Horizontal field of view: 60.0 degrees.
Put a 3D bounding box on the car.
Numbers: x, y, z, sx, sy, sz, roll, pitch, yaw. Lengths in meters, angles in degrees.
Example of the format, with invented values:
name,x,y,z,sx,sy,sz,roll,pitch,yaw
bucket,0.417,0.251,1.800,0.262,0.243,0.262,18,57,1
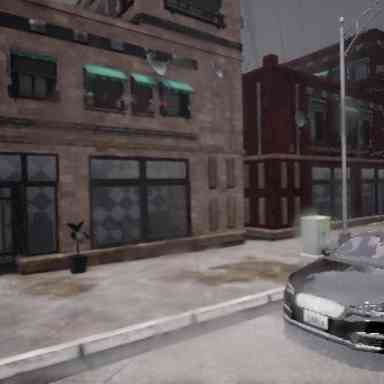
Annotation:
name,x,y,z,sx,sy,sz,roll,pitch,yaw
car,3.700,1.478,6.015,4.902,1.511,2.128,0,0,-36
